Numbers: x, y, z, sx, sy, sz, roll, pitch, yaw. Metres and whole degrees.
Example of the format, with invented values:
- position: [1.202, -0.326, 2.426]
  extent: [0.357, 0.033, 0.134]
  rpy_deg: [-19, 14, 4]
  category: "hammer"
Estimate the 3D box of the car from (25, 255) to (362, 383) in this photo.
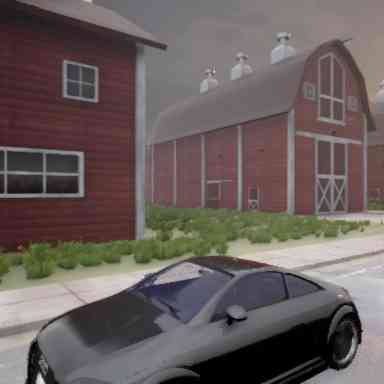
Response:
- position: [0.260, 1.566, 4.161]
  extent: [4.181, 1.385, 1.994]
  rpy_deg: [0, 0, -35]
  category: "car"
